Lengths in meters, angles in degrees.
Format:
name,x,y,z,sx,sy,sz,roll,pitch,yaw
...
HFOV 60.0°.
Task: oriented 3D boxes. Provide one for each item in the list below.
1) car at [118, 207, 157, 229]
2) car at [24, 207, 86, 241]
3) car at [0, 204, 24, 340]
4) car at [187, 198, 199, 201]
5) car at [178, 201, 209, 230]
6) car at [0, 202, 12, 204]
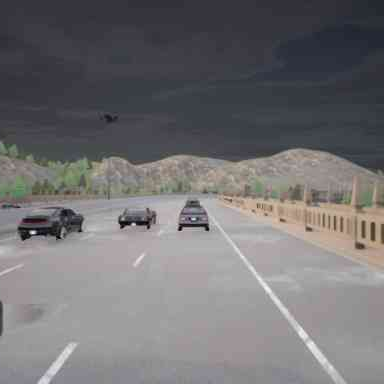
name,x,y,z,sx,sy,sz,roll,pitch,yaw
car,-3.404,1.602,21.646,1.895,1.301,4.718,0,0,0
car,-6.901,1.506,16.853,1.837,1.490,4.892,0,0,0
car,-3.400,1.222,1.747,2.150,2.045,5.566,0,0,0
car,0.094,1.507,42.639,1.837,1.490,4.892,0,0,0
car,0.097,1.549,20.883,2.033,1.411,5.357,0,0,0
car,-14.091,1.493,23.804,2.128,1.511,4.902,0,0,0
